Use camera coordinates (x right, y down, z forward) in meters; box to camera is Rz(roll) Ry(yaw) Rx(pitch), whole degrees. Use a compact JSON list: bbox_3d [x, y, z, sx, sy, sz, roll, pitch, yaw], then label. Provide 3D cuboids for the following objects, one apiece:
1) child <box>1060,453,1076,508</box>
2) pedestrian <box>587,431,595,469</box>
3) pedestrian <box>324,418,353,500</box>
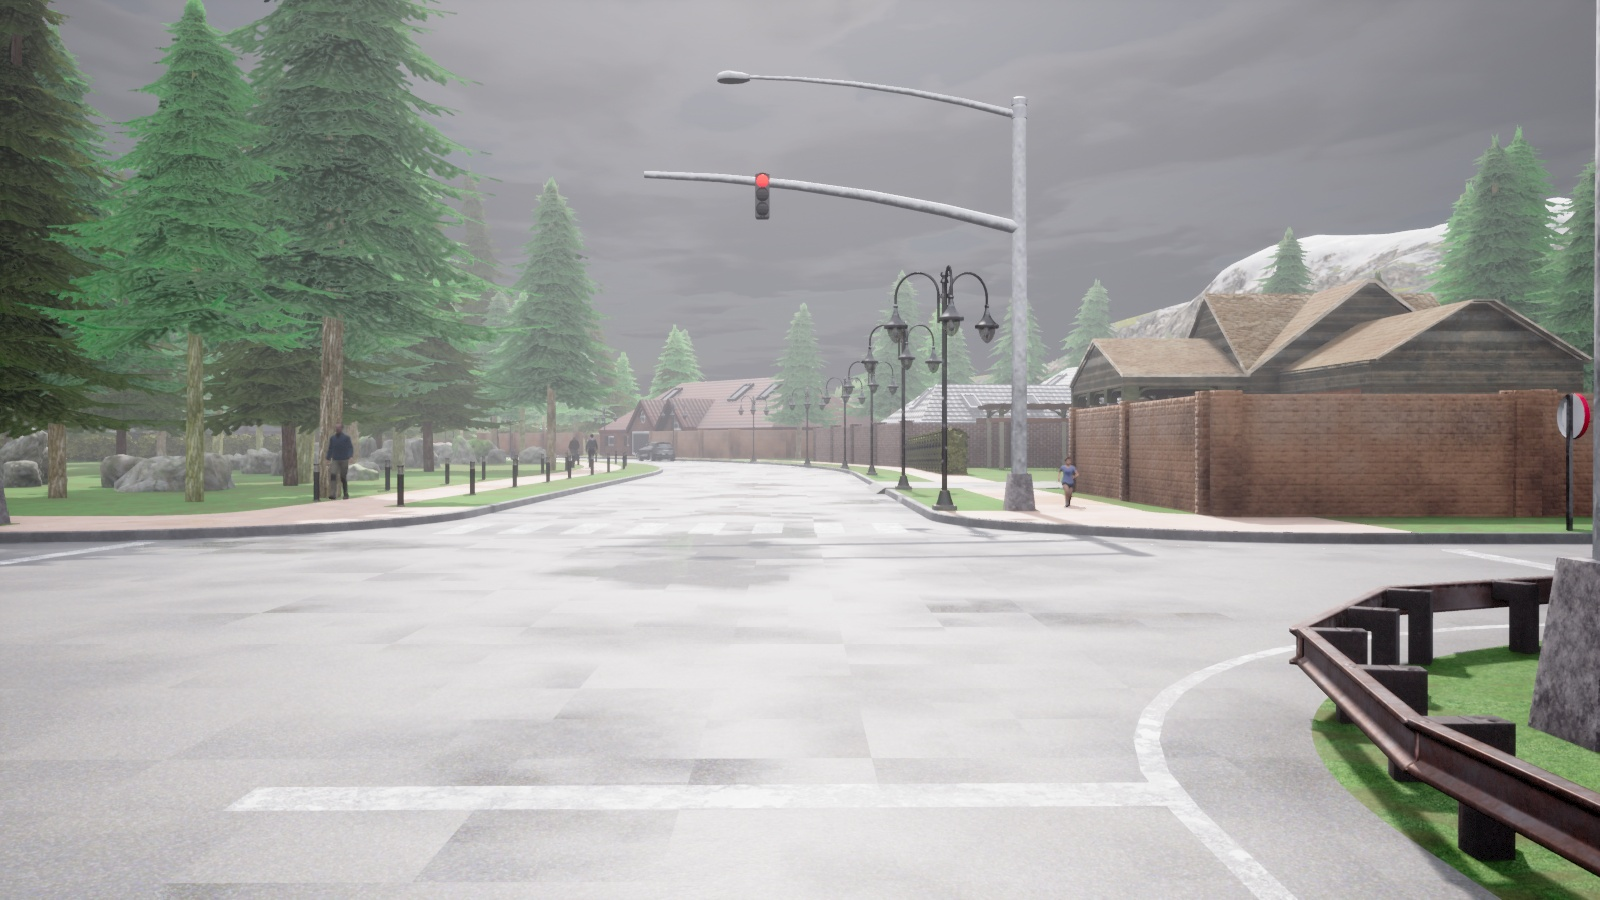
[{"bbox_3d":[5.451,0.622,25.532,0.255,1.110,0.394,0,0,2],"label":"child"},{"bbox_3d":[-10.925,-0.008,65.678,0.423,1.949,0.788,0,0,-8],"label":"pedestrian"},{"bbox_3d":[-10.516,0.202,28.625,0.402,1.842,0.726,0,0,0],"label":"pedestrian"}]
